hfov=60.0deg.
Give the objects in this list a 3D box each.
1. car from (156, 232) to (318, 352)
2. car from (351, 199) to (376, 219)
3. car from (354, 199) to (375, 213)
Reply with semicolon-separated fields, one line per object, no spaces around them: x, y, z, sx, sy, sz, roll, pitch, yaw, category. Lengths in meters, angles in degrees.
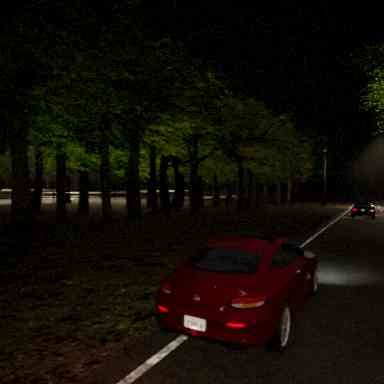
1.135;1.475;6.178;1.812;1.442;4.674;2;1;28;car
15.411;1.570;29.873;2.033;1.411;5.357;2;1;29;car
20.458;1.566;39.361;2.033;1.411;5.357;2;1;28;car
